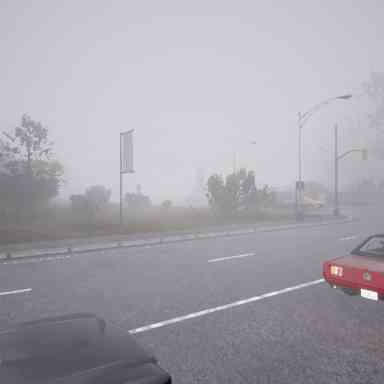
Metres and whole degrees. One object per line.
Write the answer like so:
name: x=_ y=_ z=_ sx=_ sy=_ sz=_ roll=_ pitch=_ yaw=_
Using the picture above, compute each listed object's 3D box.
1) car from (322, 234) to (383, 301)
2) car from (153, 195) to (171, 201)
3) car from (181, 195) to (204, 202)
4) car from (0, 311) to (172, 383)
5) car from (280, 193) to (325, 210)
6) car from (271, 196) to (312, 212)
car: x=5.041 y=1.571 z=7.356 sx=4.718 sy=1.301 sz=1.895 roll=0 pitch=0 yaw=-36
car: x=-6.722 y=1.331 z=73.983 sx=1.895 sy=1.301 sz=4.718 roll=-1 pitch=0 yaw=-38
car: x=0.010 y=1.277 z=65.715 sx=2.033 sy=1.411 sz=5.357 roll=-1 pitch=0 yaw=-38
car: x=-2.407 y=1.601 z=2.019 sx=4.718 sy=1.301 sz=1.895 roll=0 pitch=0 yaw=-36
car: x=12.756 y=1.253 z=38.402 sx=1.882 sy=1.535 sz=5.008 roll=-1 pitch=0 yaw=-39
car: x=10.131 y=1.404 z=36.080 sx=1.895 sy=1.301 sz=4.718 roll=-1 pitch=0 yaw=-39
